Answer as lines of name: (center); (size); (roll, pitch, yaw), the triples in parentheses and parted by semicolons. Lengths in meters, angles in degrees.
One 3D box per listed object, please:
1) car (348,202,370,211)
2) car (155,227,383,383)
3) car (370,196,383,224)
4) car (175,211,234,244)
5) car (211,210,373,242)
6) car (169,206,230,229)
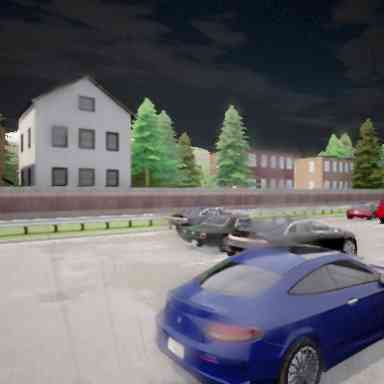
car: (14.366, 1.531, 26.886); (4.181, 1.385, 1.994); (0, 0, -35)
car: (1.700, 1.520, 4.968); (4.674, 1.442, 1.812); (0, 0, -35)
car: (15.019, 1.190, 23.052); (5.566, 2.045, 2.150); (0, 0, -35)
car: (1.907, 1.589, 13.704); (4.718, 1.301, 1.895); (0, 0, -35)
car: (3.240, 1.481, 10.358); (4.902, 1.511, 2.128); (0, 0, -35)
car: (1.108, 1.478, 17.433); (4.902, 1.511, 2.128); (0, 0, -35)
